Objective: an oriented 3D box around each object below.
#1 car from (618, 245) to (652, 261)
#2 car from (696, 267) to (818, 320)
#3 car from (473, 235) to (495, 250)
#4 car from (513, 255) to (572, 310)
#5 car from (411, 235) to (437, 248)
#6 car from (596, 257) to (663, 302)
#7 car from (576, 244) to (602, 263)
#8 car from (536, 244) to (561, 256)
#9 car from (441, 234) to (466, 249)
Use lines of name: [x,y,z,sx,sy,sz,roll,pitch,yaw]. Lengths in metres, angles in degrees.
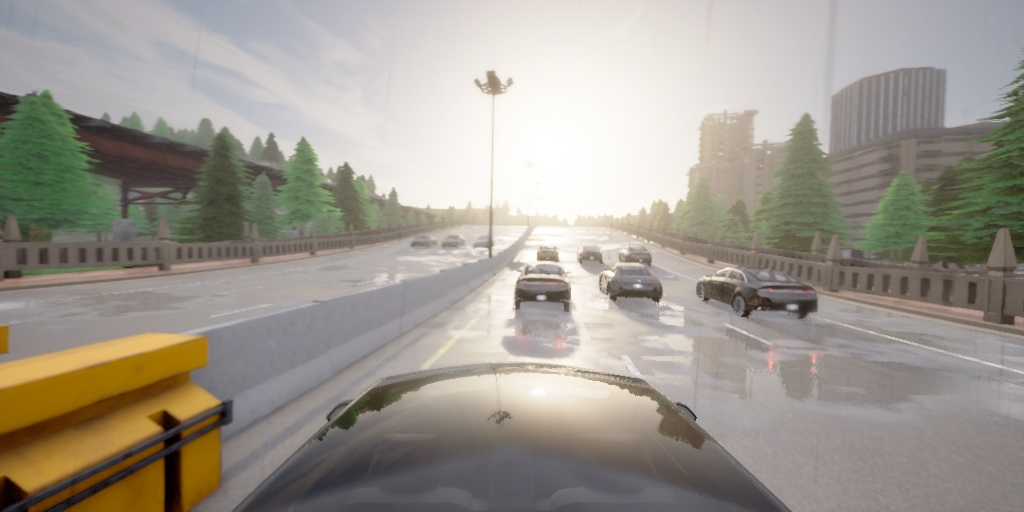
car: [9.963,-0.116,29.251,2.128,1.511,4.902,1,6,6]
car: [8.123,1.117,12.421,2.128,1.511,4.902,1,2,6]
car: [-3.091,-1.599,40.208,1.812,1.442,4.674,1,8,6]
car: [1.168,0.947,13.199,2.128,1.511,4.902,1,2,6]
car: [-10.038,-1.741,41.045,1.994,1.385,4.181,1,8,6]
car: [4.930,0.991,15.365,1.994,1.385,4.181,1,3,6]
car: [6.599,-0.277,30.651,1.812,1.442,4.674,1,6,6]
car: [3.003,-0.283,29.982,2.128,1.511,4.902,1,6,6]
car: [-6.571,-1.702,40.564,1.837,1.490,4.892,1,8,6]
